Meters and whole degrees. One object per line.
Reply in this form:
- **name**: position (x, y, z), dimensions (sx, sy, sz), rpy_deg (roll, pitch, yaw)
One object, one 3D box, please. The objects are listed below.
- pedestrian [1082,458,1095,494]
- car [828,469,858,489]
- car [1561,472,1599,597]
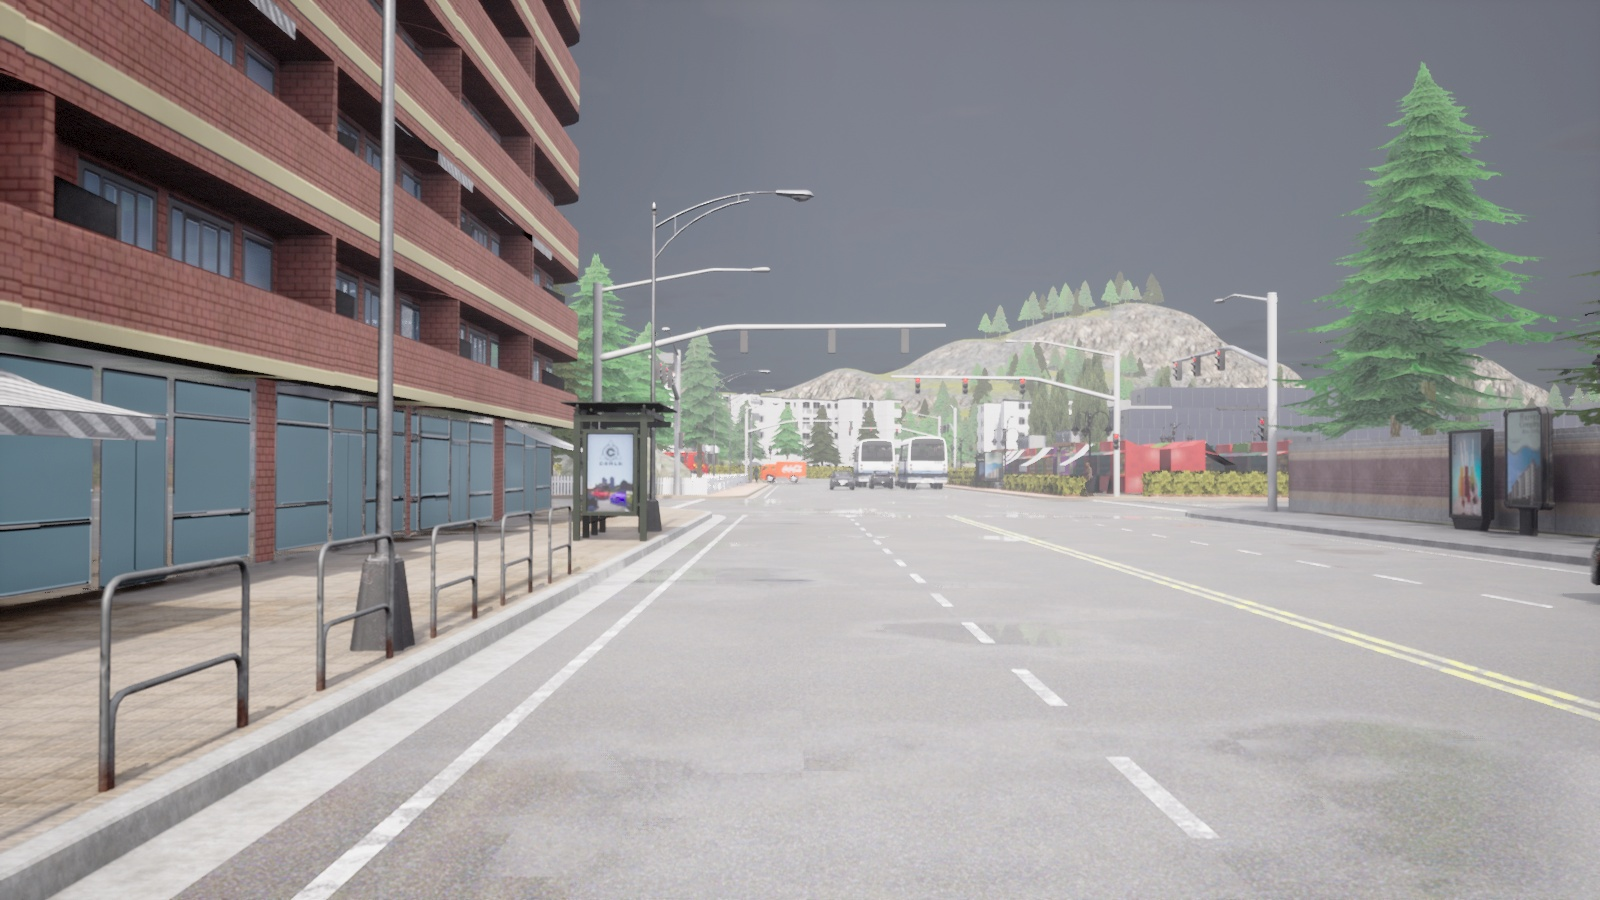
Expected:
- **pedestrian**: position (15.095, 1.367, 65.672), dimensions (0.634, 1.846, 0.331), rpy_deg (0, -1, 8)
- **car**: position (3.250, 2.236, 96.634), dimensions (2.128, 1.511, 4.902), rpy_deg (0, -1, 0)
- **car**: position (10.465, 0.979, 13.280), dimensions (1.837, 1.490, 4.892), rpy_deg (0, -1, 0)
